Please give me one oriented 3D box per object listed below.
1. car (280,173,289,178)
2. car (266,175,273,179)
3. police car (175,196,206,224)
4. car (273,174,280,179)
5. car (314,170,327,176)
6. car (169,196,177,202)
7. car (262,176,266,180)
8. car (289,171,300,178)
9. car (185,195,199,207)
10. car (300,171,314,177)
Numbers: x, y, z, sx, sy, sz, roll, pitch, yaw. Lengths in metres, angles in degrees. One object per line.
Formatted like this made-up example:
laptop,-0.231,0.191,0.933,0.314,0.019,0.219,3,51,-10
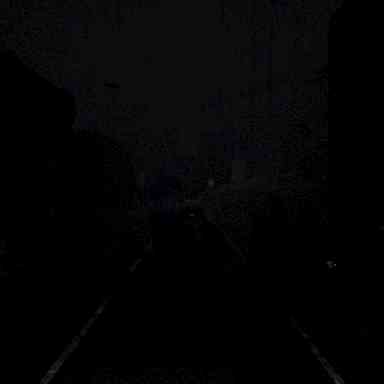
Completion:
car,22.454,-3.651,75.965,2.097,1.535,5.008,0,1,-4
car,21.869,-3.831,87.045,2.231,1.521,4.892,0,1,-1
police car,0.003,1.377,24.985,1.930,1.638,5.238,0,0,0
car,22.102,-3.703,81.502,2.002,1.452,4.674,0,1,-2
car,24.243,-3.331,59.295,2.002,1.452,4.674,0,1,-7
car,-4.287,1.678,76.869,1.812,1.442,4.674,0,-1,-7
car,21.741,-3.900,92.563,2.231,1.521,4.892,0,1,-1
car,22.922,-3.684,70.460,2.185,1.767,4.553,0,1,-5
car,0.005,1.341,50.654,2.097,1.767,4.553,0,0,0
car,23.541,-3.433,64.769,2.163,1.488,4.792,0,1,-6
